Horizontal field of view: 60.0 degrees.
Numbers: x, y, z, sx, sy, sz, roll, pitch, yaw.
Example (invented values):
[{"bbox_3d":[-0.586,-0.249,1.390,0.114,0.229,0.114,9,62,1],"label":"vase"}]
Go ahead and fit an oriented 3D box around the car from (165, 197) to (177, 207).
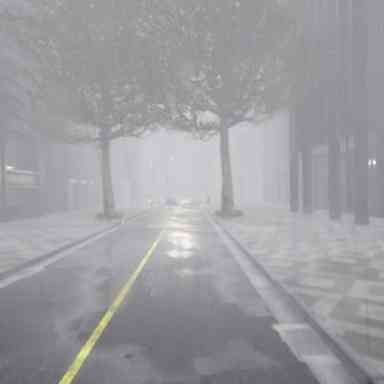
[{"bbox_3d":[-3.404,1.572,54.250,1.812,1.442,4.674,-1,0,0],"label":"car"}]
